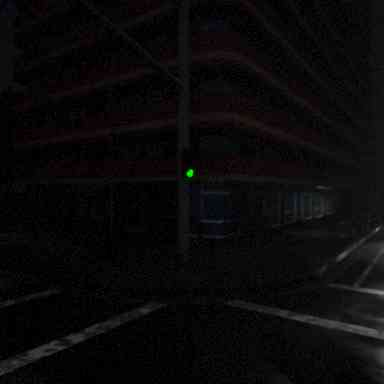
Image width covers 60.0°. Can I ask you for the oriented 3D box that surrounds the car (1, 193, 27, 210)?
[{"bbox_3d":[-20.079,1.162,40.420,2.150,2.045,5.566,0,0,36],"label":"car"}]
